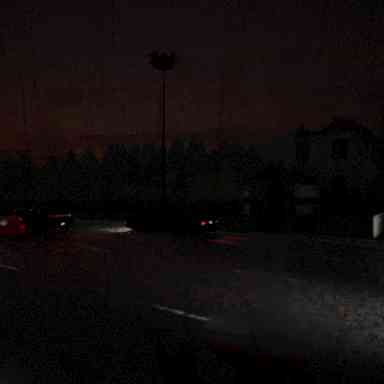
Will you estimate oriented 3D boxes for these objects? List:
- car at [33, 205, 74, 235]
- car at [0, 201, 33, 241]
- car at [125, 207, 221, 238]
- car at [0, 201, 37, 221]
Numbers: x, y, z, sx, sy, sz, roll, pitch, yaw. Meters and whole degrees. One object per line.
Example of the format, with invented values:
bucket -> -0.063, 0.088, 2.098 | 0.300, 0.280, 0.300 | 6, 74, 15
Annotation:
car -> -8.737, 1.459, 18.822 | 4.902, 1.511, 2.128 | 0, 0, 36
car -> -9.593, 1.322, 15.133 | 4.553, 1.767, 2.097 | 0, 0, 36
car -> -1.125, 1.527, 17.693 | 5.357, 1.411, 2.033 | 0, 0, 35
car -> -15.403, 1.495, 27.876 | 5.357, 1.411, 2.033 | 0, 0, 35
